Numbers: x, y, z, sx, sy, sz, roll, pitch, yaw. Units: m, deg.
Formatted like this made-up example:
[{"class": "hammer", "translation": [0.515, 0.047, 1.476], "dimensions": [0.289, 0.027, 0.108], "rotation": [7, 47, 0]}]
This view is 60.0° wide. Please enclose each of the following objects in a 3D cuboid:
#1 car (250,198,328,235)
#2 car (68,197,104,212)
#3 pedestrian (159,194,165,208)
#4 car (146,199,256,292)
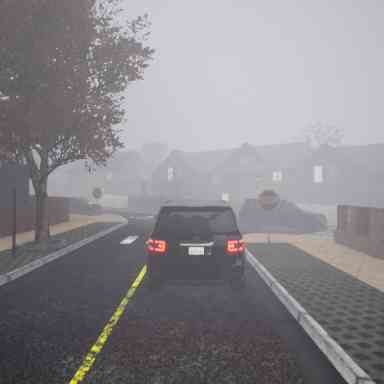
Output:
[{"class": "car", "translation": [5.815, 1.520, 21.598], "dimensions": [5.566, 2.045, 2.150], "rotation": [2, 0, 32]}, {"class": "car", "translation": [-11.023, 1.165, 32.163], "dimensions": [5.357, 1.411, 2.033], "rotation": [2, 0, 32]}, {"class": "pedestrian", "translation": [-3.108, 1.092, 34.121], "dimensions": [0.375, 1.860, 0.375], "rotation": [-1, -5, 32]}, {"class": "car", "translation": [0.100, 1.227, 9.085], "dimensions": [2.150, 2.045, 5.566], "rotation": [0, 0, 0]}]
